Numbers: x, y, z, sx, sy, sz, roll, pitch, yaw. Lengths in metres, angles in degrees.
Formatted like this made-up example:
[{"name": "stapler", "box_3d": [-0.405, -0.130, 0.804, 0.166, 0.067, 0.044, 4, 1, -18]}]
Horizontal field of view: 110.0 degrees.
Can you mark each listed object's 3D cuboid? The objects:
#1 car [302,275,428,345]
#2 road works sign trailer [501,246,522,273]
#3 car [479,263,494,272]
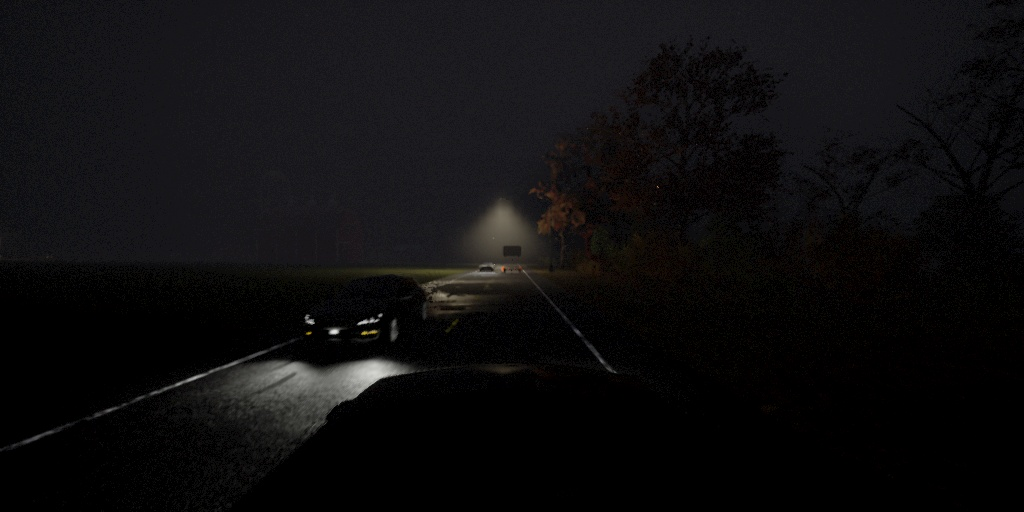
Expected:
[{"name": "car", "box_3d": [-3.597, 1.293, 9.678, 1.837, 1.490, 4.892, 0, 0, 0]}, {"name": "road works sign trailer", "box_3d": [0.020, 0.425, 46.911, 2.380, 3.560, 2.880, 0, 0, 0]}, {"name": "car", "box_3d": [-3.562, 1.580, 51.059, 1.895, 1.301, 4.718, 0, 0, 0]}]
